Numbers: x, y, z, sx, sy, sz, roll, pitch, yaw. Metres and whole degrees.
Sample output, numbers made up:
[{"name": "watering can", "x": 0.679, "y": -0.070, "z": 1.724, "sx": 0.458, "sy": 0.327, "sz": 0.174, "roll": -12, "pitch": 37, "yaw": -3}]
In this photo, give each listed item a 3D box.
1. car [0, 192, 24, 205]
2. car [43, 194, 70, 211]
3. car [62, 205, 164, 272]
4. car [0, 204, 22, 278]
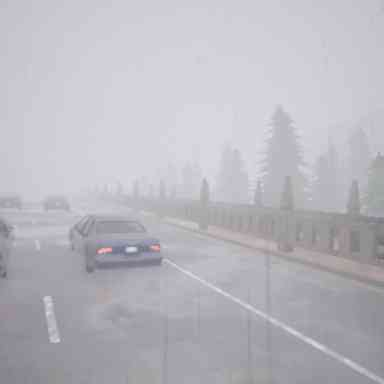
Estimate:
[{"name": "car", "x": -14.999, "y": 0.719, "z": 27.402, "sx": 1.812, "sy": 1.442, "sz": 4.674, "roll": 2, "pitch": 1, "yaw": -26}, {"name": "car", "x": -11.711, "y": 0.873, "z": 28.643, "sx": 1.994, "sy": 1.385, "sz": 4.181, "roll": 2, "pitch": 1, "yaw": -26}, {"name": "car", "x": -2.559, "y": 1.360, "z": 10.188, "sx": 2.033, "sy": 1.411, "sz": 5.357, "roll": 2, "pitch": 1, "yaw": -26}, {"name": "car", "x": -5.703, "y": 1.252, "z": 8.652, "sx": 2.033, "sy": 1.411, "sz": 5.357, "roll": 2, "pitch": 1, "yaw": -26}]
